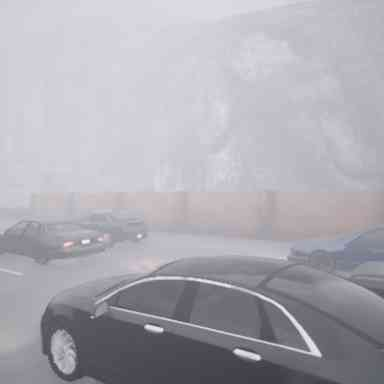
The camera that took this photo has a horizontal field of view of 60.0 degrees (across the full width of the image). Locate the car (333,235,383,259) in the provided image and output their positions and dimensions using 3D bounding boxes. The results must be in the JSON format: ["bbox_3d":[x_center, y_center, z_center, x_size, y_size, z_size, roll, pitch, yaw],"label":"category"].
[{"bbox_3d":[4.828,1.588,4.863,4.718,1.301,1.895,-1,0,35],"label":"car"}]

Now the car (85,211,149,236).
[{"bbox_3d":[-4.206,1.640,15.591,4.892,1.490,1.837,0,0,36],"label":"car"}]

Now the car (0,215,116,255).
[{"bbox_3d":[-5.463,1.671,12.184,5.357,1.411,2.033,-1,0,36],"label":"car"}]

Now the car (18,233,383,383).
[{"bbox_3d":[0.177,1.527,3.883,4.892,1.490,1.837,-1,0,35],"label":"car"}]

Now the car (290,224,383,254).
[{"bbox_3d":[5.370,1.554,8.763,5.357,1.411,2.033,-1,0,35],"label":"car"}]
